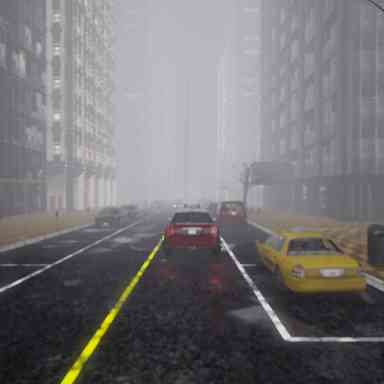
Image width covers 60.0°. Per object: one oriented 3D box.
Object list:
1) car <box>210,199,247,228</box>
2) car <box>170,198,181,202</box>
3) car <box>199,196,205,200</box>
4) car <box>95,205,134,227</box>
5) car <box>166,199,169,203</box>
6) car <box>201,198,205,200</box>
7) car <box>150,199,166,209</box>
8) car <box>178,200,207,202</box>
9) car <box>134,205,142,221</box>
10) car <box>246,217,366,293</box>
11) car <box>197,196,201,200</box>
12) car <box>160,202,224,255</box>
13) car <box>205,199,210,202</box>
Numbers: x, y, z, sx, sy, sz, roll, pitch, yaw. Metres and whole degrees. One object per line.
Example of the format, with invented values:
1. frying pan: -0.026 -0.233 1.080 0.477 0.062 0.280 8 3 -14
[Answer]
1. car: 2.724 1.534 24.079 2.192 1.841 5.009 -1 0 0
2. car: -2.967 2.153 70.966 2.033 1.411 5.357 0 0 0
3. car: 2.704 1.955 58.609 1.967 1.590 4.097 -1 0 0
4. car: -5.828 1.789 24.630 1.947 1.339 4.313 -1 -1 0
5. car: -5.642 2.081 58.672 1.947 1.339 4.313 -1 0 0
6. car: 2.700 1.970 47.259 2.008 1.369 4.403 -1 0 0
7. car: -5.644 2.049 52.998 1.802 1.307 4.206 -1 0 0
8. car: 0.017 1.756 29.233 2.128 1.511 4.902 0 0 0
9. car: -5.655 1.839 30.304 1.947 1.339 4.313 -1 0 0
10. car: 2.811 1.610 8.996 1.752 1.417 4.829 -1 -1 0
11. car: 2.394 2.224 84.762 1.837 1.490 4.892 0 0 0
12. car: 0.009 1.480 14.004 2.097 1.767 4.553 0 -1 0
13. car: 2.698 1.936 41.585 1.947 1.339 4.313 -1 0 0
